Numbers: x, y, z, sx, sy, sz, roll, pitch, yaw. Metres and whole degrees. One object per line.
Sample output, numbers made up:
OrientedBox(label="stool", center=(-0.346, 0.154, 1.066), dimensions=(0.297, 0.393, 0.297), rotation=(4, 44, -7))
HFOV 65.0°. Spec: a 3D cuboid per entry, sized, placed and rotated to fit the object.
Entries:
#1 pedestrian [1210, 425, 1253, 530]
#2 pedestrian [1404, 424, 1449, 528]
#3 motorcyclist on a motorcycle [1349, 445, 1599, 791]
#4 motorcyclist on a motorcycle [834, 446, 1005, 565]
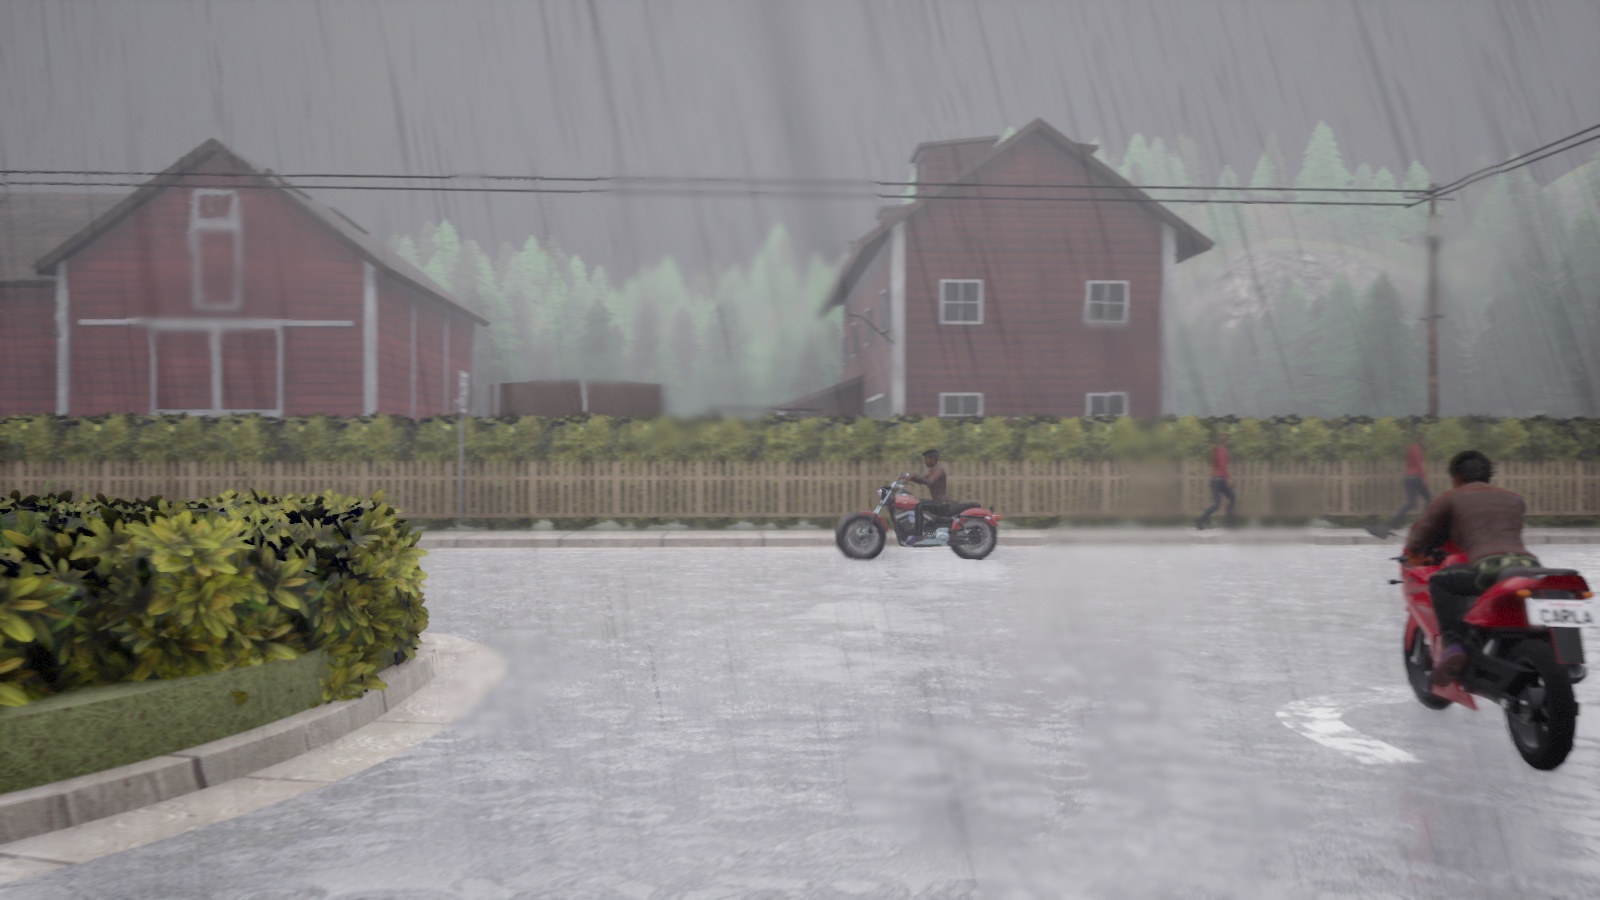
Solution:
OrientedBox(label="pedestrian", center=(7.665, 0.483, 22.339), dimensions=(0.636, 1.846, 0.331), rotation=(0, 0, -2))
OrientedBox(label="pedestrian", center=(11.196, 0.467, 22.440), dimensions=(0.636, 1.846, 0.331), rotation=(0, 0, 2))
OrientedBox(label="motorcyclist on a motorcycle", center=(3.591, 0.747, 6.565), dimensions=(0.797, 1.523, 2.044), rotation=(0, 0, 8))
OrientedBox(label="motorcyclist on a motorcycle", center=(1.692, 0.783, 18.059), dimensions=(2.350, 1.649, 0.766), rotation=(0, 0, -2))
